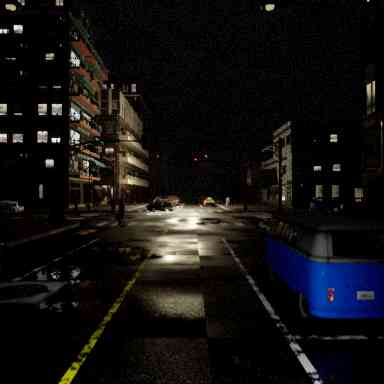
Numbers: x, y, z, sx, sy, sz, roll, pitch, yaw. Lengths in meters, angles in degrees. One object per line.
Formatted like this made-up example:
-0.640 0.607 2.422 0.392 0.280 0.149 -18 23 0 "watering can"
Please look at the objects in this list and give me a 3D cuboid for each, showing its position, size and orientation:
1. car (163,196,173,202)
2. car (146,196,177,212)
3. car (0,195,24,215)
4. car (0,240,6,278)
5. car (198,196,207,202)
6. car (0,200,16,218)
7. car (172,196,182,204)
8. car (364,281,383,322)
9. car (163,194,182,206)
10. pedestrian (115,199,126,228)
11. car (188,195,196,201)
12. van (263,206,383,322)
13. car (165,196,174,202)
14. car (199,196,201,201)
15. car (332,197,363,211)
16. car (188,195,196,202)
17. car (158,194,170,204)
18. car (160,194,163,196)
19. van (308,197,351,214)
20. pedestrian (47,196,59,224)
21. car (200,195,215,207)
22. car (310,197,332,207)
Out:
-5.719 1.672 79.420 2.008 1.369 4.403 0 0 0 "car"
-3.767 1.598 39.992 2.033 1.411 5.357 0 0 12 "car"
-18.391 1.200 30.331 5.566 2.045 2.150 0 0 0 "car"
-5.690 1.571 6.963 1.947 1.339 4.313 0 0 0 "car"
2.660 1.687 84.963 2.008 1.369 4.403 0 0 0 "car"
-17.477 1.549 27.745 4.206 1.307 1.802 0 0 0 "car"
-3.027 1.576 69.413 1.882 1.535 5.008 0 0 0 "car"
2.660 1.583 1.252 1.802 1.307 4.206 0 0 0 "car"
-3.111 1.420 54.362 2.097 1.767 4.553 0 0 0 "car"
-4.500 1.311 21.035 0.375 1.860 0.375 0 0 0 "pedestrian"
-0.033 1.512 88.536 1.882 1.535 5.008 0 0 0 "car"
2.658 1.346 6.941 1.690 1.788 3.998 0 0 0 "van"
-5.721 1.661 84.789 1.752 1.417 4.829 0 0 0 "car"
2.668 1.666 62.806 1.802 1.307 4.206 0 0 0 "car"
14.912 1.373 27.838 5.009 1.841 2.192 0 -1 0 "car"
-0.030 1.658 78.116 2.033 1.411 5.357 0 0 0 "car"
-5.713 1.411 68.342 2.192 1.841 5.009 0 0 0 "car"
-5.710 1.598 57.093 1.752 1.417 4.829 0 0 0 "car"
14.886 1.445 36.217 3.998 1.788 1.690 0 0 0 "van"
-9.076 1.159 21.675 0.375 1.860 0.375 0 0 0 "pedestrian"
2.673 1.589 51.898 1.752 1.417 4.829 0 0 0 "car"
14.897 1.567 33.625 5.008 1.535 1.882 0 0 0 "car"
